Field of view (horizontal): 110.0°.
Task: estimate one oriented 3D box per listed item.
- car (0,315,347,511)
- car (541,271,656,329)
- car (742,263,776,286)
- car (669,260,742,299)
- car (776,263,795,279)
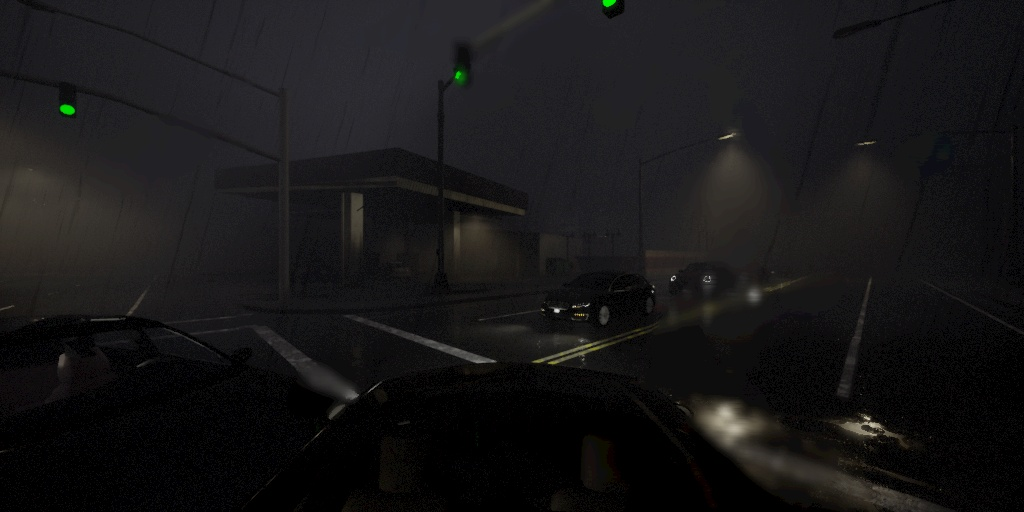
[{"bbox_3d":[-3.406,1.242,2.582,4.902,1.511,2.128,0,0,15],"label":"car"},{"bbox_3d":[2.947,1.253,11.564,4.892,1.490,1.837,0,0,-45],"label":"car"},{"bbox_3d":[16.792,1.308,25.241,1.994,1.385,4.181,0,0,44],"label":"car"},{"bbox_3d":[9.825,1.098,18.370,4.553,1.767,2.097,0,0,-45],"label":"car"},{"bbox_3d":[23.965,1.306,32.253,4.181,1.385,1.994,0,0,-44],"label":"car"}]
